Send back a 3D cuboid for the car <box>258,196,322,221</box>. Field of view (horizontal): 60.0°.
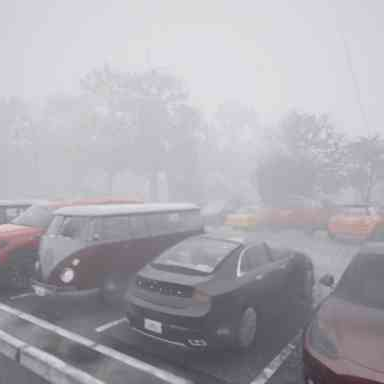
[{"bbox_3d":[6.170,1.255,18.762,2.435,2.045,5.566,0,0,36],"label":"car"}]

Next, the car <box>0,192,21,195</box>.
[{"bbox_3d":[-20.906,1.216,38.139,2.185,1.767,4.553,0,0,36],"label":"car"}]

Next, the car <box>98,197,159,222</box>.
[{"bbox_3d":[-5.036,1.320,26.816,2.185,1.767,4.553,0,0,36],"label":"car"}]

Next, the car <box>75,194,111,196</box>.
[{"bbox_3d":[-9.593,1.167,30.017,2.435,2.045,5.566,0,0,36],"label":"car"}]

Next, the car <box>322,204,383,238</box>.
[{"bbox_3d":[8.498,1.394,17.016,2.185,1.767,4.553,0,0,36],"label":"car"}]

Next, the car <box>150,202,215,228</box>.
[{"bbox_3d":[-0.550,1.500,23.518,2.163,1.488,4.792,0,0,36],"label":"car"}]

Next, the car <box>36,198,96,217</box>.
[{"bbox_3d":[-11.839,1.403,31.670,2.097,1.535,5.008,0,0,36],"label":"car"}]

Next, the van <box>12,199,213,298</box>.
[{"bbox_3d":[-1.541,1.280,8.018,1.878,1.987,4.442,0,0,36],"label":"van"}]

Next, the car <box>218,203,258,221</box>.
[{"bbox_3d":[3.999,1.492,20.515,1.946,1.575,5.366,0,0,36],"label":"car"}]

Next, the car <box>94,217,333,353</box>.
[{"bbox_3d":[0.884,1.520,6.411,2.231,1.521,4.892,0,0,36],"label":"car"}]

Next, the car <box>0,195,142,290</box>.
[{"bbox_3d":[-3.649,1.244,9.641,2.435,2.045,5.566,0,0,36],"label":"car"}]

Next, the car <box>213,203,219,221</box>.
[{"bbox_3d":[1.734,1.483,21.920,2.097,1.535,5.008,0,0,36],"label":"car"}]

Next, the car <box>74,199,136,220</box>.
[{"bbox_3d":[-7.314,1.433,28.421,2.231,1.521,4.892,0,0,36],"label":"car"}]

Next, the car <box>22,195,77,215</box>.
[{"bbox_3d":[-14.121,1.263,33.265,2.185,1.767,4.553,0,0,36],"label":"car"}]

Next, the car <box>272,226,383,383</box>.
[{"bbox_3d":[3.131,1.560,4.769,2.163,1.488,4.792,0,0,36],"label":"car"}]
